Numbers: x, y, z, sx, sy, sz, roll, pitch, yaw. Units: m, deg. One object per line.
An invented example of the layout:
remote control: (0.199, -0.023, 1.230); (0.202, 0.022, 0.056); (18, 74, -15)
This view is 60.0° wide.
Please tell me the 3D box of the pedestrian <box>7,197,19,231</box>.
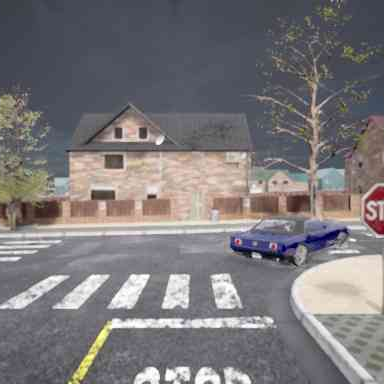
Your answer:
pedestrian: (-9.610, 1.140, 17.733); (0.375, 1.860, 0.375); (0, 3, 0)

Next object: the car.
car: (3.446, 1.439, 11.028); (4.718, 1.301, 1.895); (-3, 2, -44)
